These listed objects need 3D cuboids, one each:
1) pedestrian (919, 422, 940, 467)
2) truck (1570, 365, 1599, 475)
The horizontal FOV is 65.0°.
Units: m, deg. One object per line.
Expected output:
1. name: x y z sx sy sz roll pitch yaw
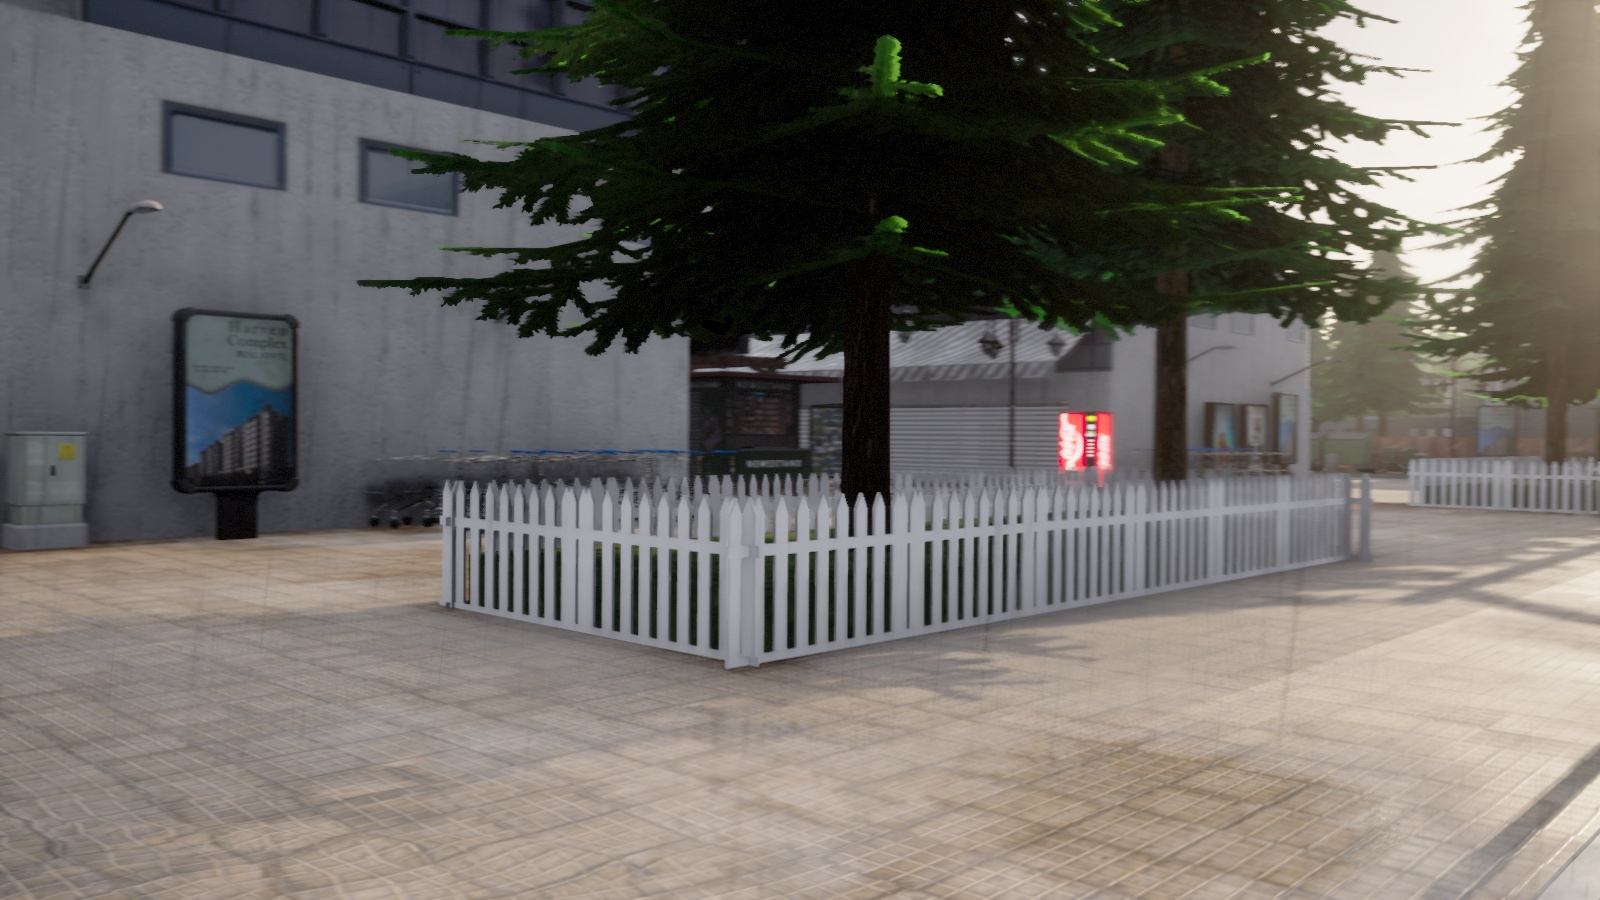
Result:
1. pedestrian: 5.641 -0.242 54.747 0.423 1.949 0.788 -1 1 -43
2. truck: 28.413 -0.978 38.331 7.936 3.462 2.891 0 1 42
